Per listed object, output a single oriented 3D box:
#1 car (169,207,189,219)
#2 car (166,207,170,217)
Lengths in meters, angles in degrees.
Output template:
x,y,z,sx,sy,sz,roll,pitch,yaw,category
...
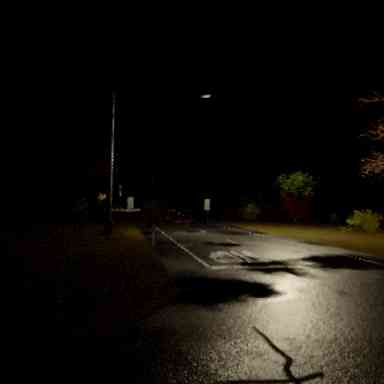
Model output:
x,y,z,sx,sy,sz,roll,pitch,yaw,category
-1.686,3.197,48.298,1.812,1.442,4.674,2,-2,-12,car
-3.648,3.333,57.663,2.097,1.767,4.553,2,-2,-12,car
